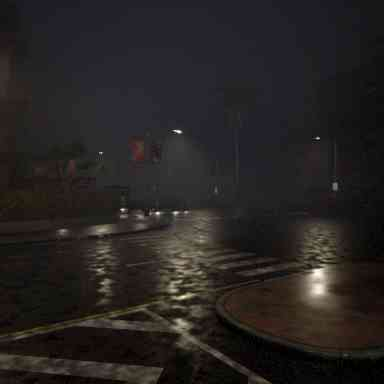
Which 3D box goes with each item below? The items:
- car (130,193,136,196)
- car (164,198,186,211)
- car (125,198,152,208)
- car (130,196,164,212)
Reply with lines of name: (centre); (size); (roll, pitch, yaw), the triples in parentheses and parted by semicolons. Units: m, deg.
car: (-13.507, 1.220, 68.396); (2.150, 2.045, 5.566); (0, 0, -39)
car: (-2.550, 1.526, 40.691); (1.812, 1.442, 4.674); (0, 0, -35)
car: (-7.785, 1.601, 48.140); (1.895, 1.301, 4.718); (0, 0, -35)
car: (-5.846, 1.547, 39.287); (2.033, 1.411, 5.357); (0, 0, -35)
